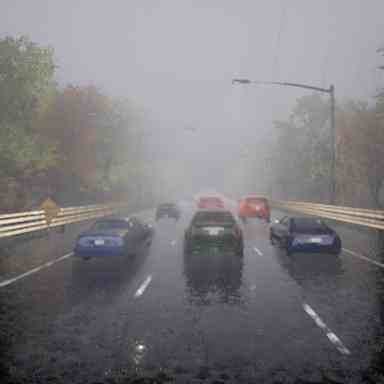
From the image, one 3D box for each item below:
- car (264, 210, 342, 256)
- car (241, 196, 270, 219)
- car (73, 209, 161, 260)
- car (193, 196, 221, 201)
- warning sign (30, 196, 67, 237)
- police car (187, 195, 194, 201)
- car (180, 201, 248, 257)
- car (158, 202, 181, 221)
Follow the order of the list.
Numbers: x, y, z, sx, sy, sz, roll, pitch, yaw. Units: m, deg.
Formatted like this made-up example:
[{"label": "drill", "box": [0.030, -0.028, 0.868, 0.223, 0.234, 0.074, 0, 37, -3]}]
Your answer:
[{"label": "car", "box": [4.354, 1.623, 13.385, 1.994, 1.385, 4.181, 0, 0, 3]}, {"label": "car", "box": [5.007, 1.344, 27.411, 2.150, 2.045, 5.566, 0, 0, 3]}, {"label": "car", "box": [-2.698, 1.603, 12.679, 2.033, 1.411, 5.357, 0, 0, 3]}, {"label": "car", "box": [1.511, 1.344, 27.580, 2.150, 2.045, 5.566, 0, 0, 3]}, {"label": "warning sign", "box": [-7.061, 1.187, 16.388, 1.300, 1.860, 1.060, 2, 1, 3]}, {"label": "police car", "box": [-0.276, 1.798, 86.308, 1.930, 1.638, 5.238, 0, 0, 3]}, {"label": "car", "box": [0.851, 1.410, 13.418, 2.097, 1.767, 4.553, 0, 0, 3]}, {"label": "car", "box": [-1.932, 1.631, 28.676, 1.837, 1.490, 4.892, 0, 0, 3]}]
